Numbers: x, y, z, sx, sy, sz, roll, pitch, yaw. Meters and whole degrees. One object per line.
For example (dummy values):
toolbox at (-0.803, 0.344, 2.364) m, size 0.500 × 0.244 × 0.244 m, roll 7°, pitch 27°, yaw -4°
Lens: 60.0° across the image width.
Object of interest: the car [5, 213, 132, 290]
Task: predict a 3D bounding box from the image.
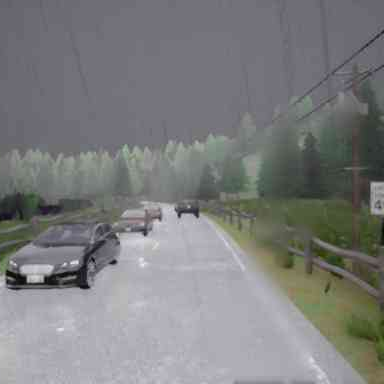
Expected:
car at (-3.311, 1.587, 9.465) m, size 2.128 × 1.511 × 4.902 m, roll 0°, pitch -1°, yaw 0°

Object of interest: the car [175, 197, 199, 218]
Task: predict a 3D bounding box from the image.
car at (-0.446, 1.570, 34.702) m, size 2.150 × 2.045 × 5.566 m, roll 0°, pitch -1°, yaw -3°

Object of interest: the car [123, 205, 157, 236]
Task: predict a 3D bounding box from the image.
car at (-3.355, 1.724, 19.738) m, size 1.812 × 1.442 × 4.674 m, roll 0°, pitch -1°, yaw -1°

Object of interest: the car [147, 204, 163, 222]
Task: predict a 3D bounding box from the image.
car at (-3.593, 1.827, 30.072) m, size 1.812 × 1.442 × 4.674 m, roll 0°, pitch 0°, yaw -2°
